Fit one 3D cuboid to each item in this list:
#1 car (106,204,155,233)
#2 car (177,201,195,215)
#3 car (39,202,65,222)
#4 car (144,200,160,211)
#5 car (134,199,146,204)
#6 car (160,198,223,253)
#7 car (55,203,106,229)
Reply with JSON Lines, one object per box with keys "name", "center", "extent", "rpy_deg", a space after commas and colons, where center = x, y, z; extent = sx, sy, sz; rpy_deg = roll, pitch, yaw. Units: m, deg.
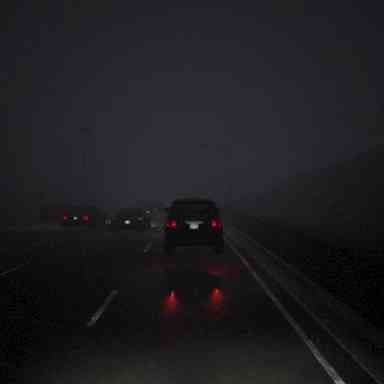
{"name": "car", "center": [-3.654, 1.641, 20.502], "extent": [1.994, 1.385, 4.181], "rpy_deg": [0, 0, -2]}
{"name": "car", "center": [-0.692, 1.737, 36.866], "extent": [1.895, 1.301, 4.718], "rpy_deg": [0, 0, -2]}
{"name": "car", "center": [-10.874, 1.581, 27.539], "extent": [1.882, 1.535, 5.008], "rpy_deg": [0, 0, -2]}
{"name": "car", "center": [-4.309, 1.750, 40.223], "extent": [1.895, 1.301, 4.718], "rpy_deg": [0, 0, -2]}
{"name": "car", "center": [-8.332, 1.768, 54.930], "extent": [1.994, 1.385, 4.181], "rpy_deg": [0, 0, -2]}
{"name": "car", "center": [0.022, 1.275, 14.112], "extent": [2.150, 2.045, 5.566], "rpy_deg": [0, 0, -1]}
{"name": "car", "center": [-7.107, 1.632, 22.481], "extent": [2.033, 1.411, 5.357], "rpy_deg": [0, 0, -2]}
